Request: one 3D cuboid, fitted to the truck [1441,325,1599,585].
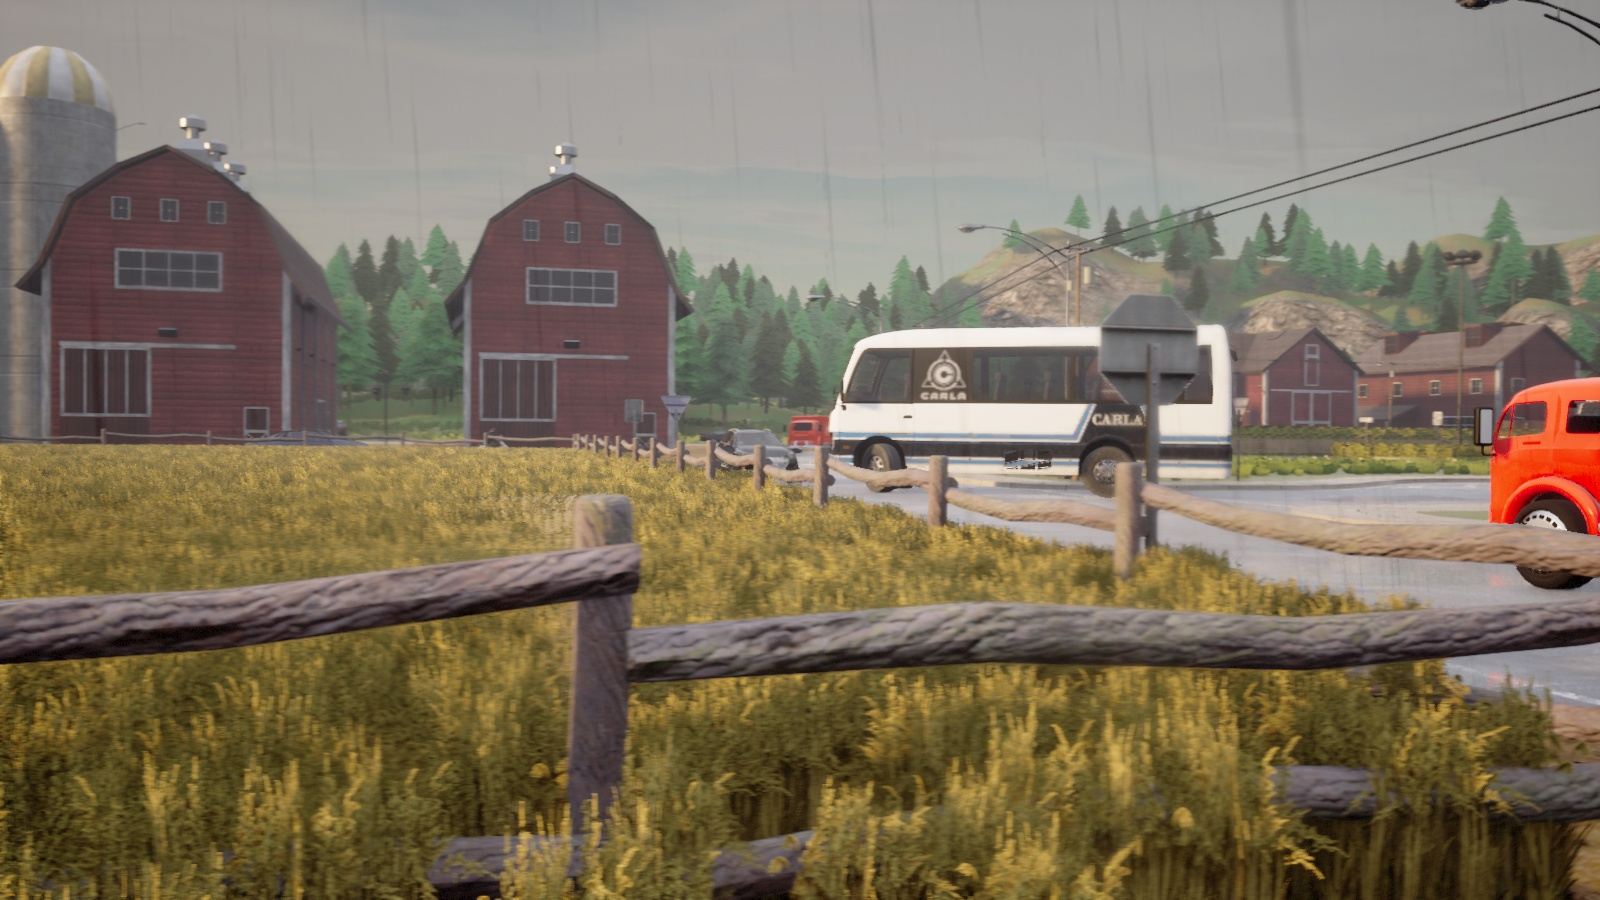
[{"bbox_3d":[9.006,0.035,11.733,2.627,2.467,5.204,-1,1,-13],"label":"truck"}]

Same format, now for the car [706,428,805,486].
[{"bbox_3d":[-1.459,0.169,38.839,2.033,1.649,4.856,-1,1,-14],"label":"car"}]

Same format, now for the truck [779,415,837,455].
[{"bbox_3d":[0.542,-0.994,81.135,2.627,2.467,5.204,-2,1,13],"label":"truck"}]

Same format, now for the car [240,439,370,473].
[{"bbox_3d":[-22.449,0.253,57.187,5.357,1.411,2.033,-1,1,-17],"label":"car"}]

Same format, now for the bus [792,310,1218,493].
[{"bbox_3d":[5.315,-1.120,32.438,10.273,4.253,3.944,0,1,17],"label":"bus"}]
